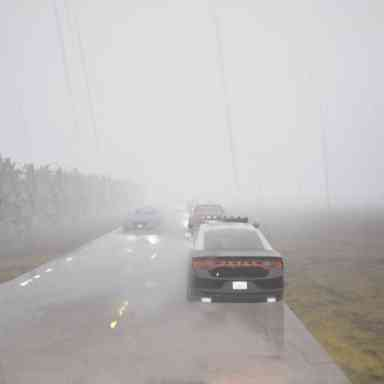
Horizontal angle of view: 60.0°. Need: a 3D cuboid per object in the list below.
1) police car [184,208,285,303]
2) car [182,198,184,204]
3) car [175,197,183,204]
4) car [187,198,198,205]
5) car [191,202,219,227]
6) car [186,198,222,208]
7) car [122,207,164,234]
[{"bbox_3d":[0.840,1.429,8.391,1.930,1.638,5.238,0,0,0],"label":"police car"},{"bbox_3d":[0.109,1.669,46.005,2.033,1.411,5.357,0,0,1],"label":"car"},{"bbox_3d":[-2.622,1.764,71.949,1.837,1.490,4.892,0,-1,0],"label":"car"},{"bbox_3d":[0.112,1.770,63.352,1.994,1.385,4.181,0,0,0],"label":"car"},{"bbox_3d":[0.868,1.540,24.282,1.837,1.490,4.892,0,0,0],"label":"car"},{"bbox_3d":[0.856,1.370,18.253,2.097,1.767,4.553,0,0,0],"label":"car"},{"bbox_3d":[-2.714,1.585,19.288,1.994,1.385,4.181,0,0,0],"label":"car"}]
